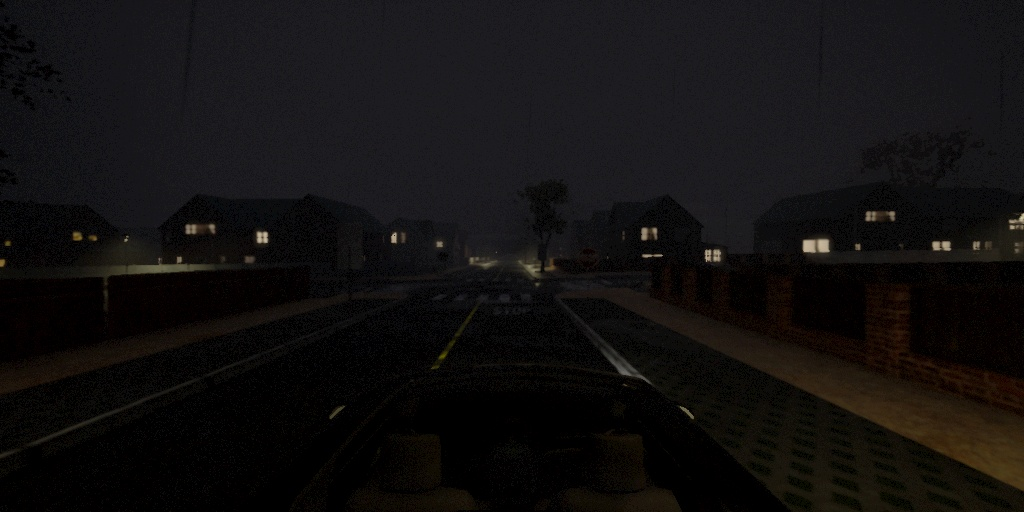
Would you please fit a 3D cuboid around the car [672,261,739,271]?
[{"bbox_3d":[11.414,1.035,21.957,4.902,1.511,2.128,-1,2,0],"label":"car"}]
